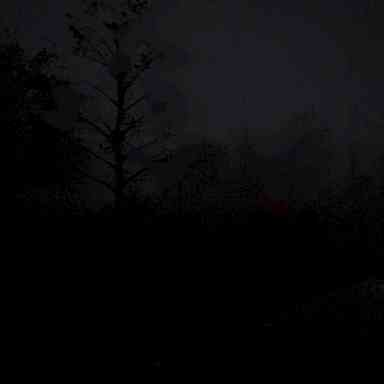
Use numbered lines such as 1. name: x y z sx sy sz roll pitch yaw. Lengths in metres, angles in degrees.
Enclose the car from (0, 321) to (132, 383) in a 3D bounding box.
1. car: -2.529 1.496 1.146 4.902 1.511 2.128 0 0 -35
